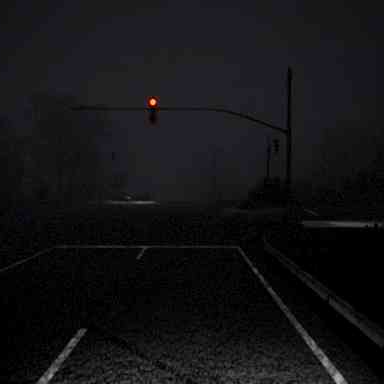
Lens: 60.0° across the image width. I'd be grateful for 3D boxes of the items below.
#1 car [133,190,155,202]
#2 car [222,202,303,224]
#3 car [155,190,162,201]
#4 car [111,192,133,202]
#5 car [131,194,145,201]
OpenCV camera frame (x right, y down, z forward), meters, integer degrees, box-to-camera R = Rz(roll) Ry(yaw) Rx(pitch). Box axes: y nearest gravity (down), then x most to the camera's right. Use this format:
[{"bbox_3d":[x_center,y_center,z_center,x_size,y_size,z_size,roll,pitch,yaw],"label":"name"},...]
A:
[{"bbox_3d":[-7.087,0.739,49.382,1.994,1.385,4.181,0,0,0],"label":"car"},{"bbox_3d":[4.236,1.254,20.360,4.718,1.301,1.895,0,1,8],"label":"car"},{"bbox_3d":[-7.030,0.703,64.499,2.150,2.045,5.566,0,-1,1],"label":"car"},{"bbox_3d":[-10.590,0.723,49.327,2.033,1.411,5.357,0,0,0],"label":"car"},{"bbox_3d":[-10.523,1.090,64.749,1.895,1.301,4.718,0,-1,1],"label":"car"}]
